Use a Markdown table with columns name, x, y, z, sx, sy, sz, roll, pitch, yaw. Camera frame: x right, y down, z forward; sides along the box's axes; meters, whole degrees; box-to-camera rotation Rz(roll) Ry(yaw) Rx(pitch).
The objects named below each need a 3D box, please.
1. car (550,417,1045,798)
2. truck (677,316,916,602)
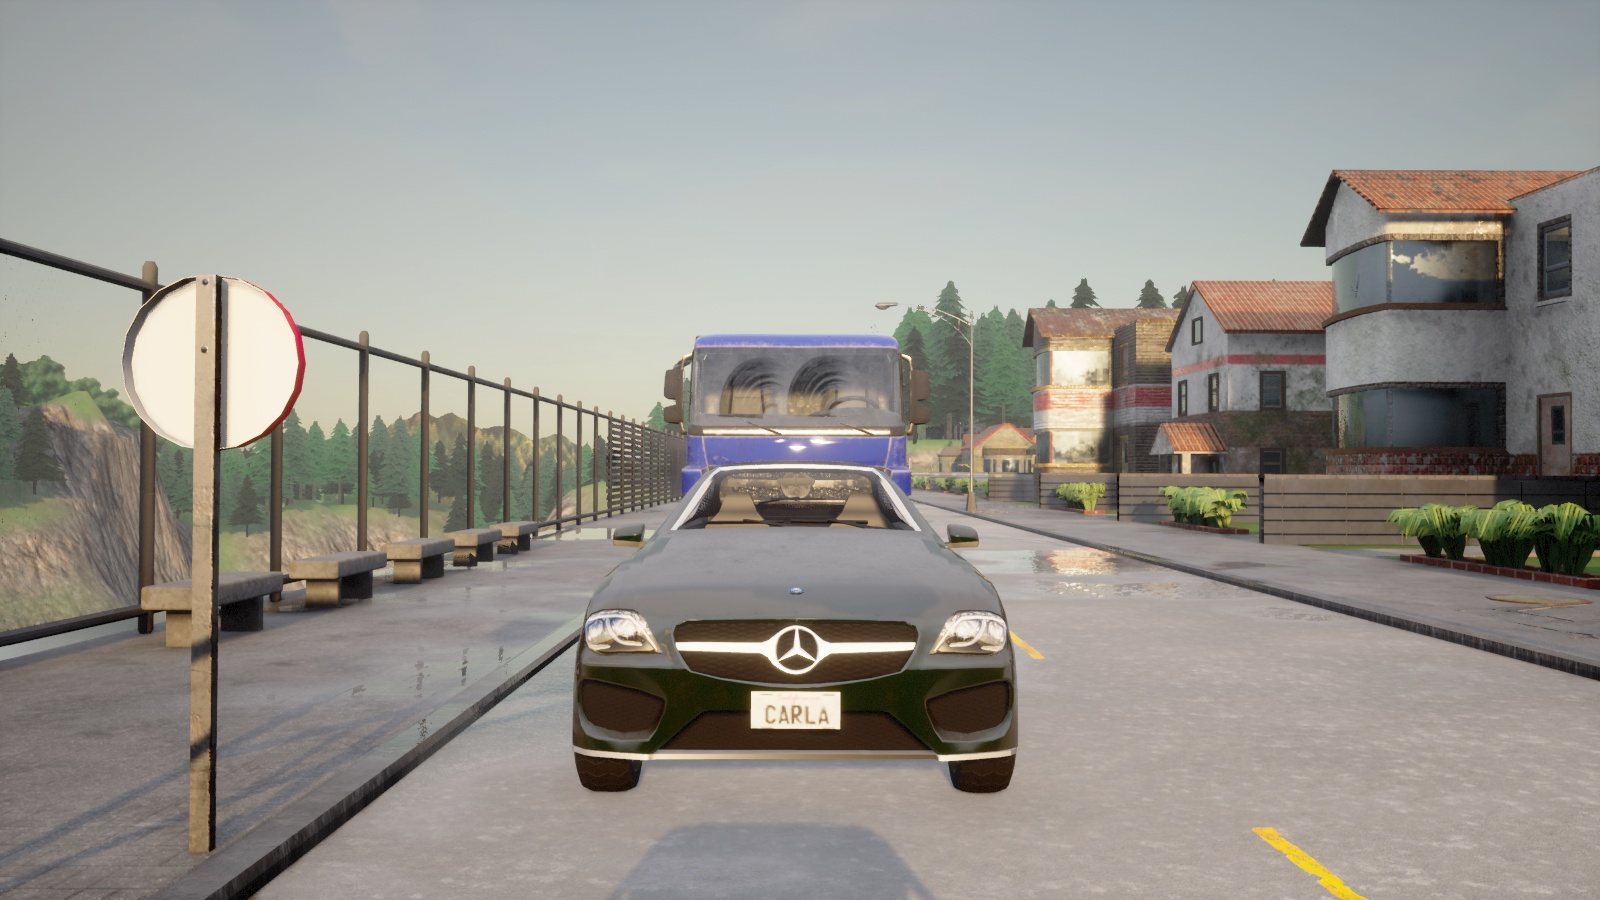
| name | x | y | z | sx | sy | sz | roll | pitch | yaw |
| --- | --- | --- | --- | --- | --- | --- | --- | --- | --- |
| car | -0.021 | 0.727 | 7.996 | 2.152 | 1.651 | 5.027 | 0 | -1 | 0 |
| truck | -0.052 | 0.152 | 19.222 | 2.891 | 3.462 | 7.936 | 0 | -1 | 0 |
